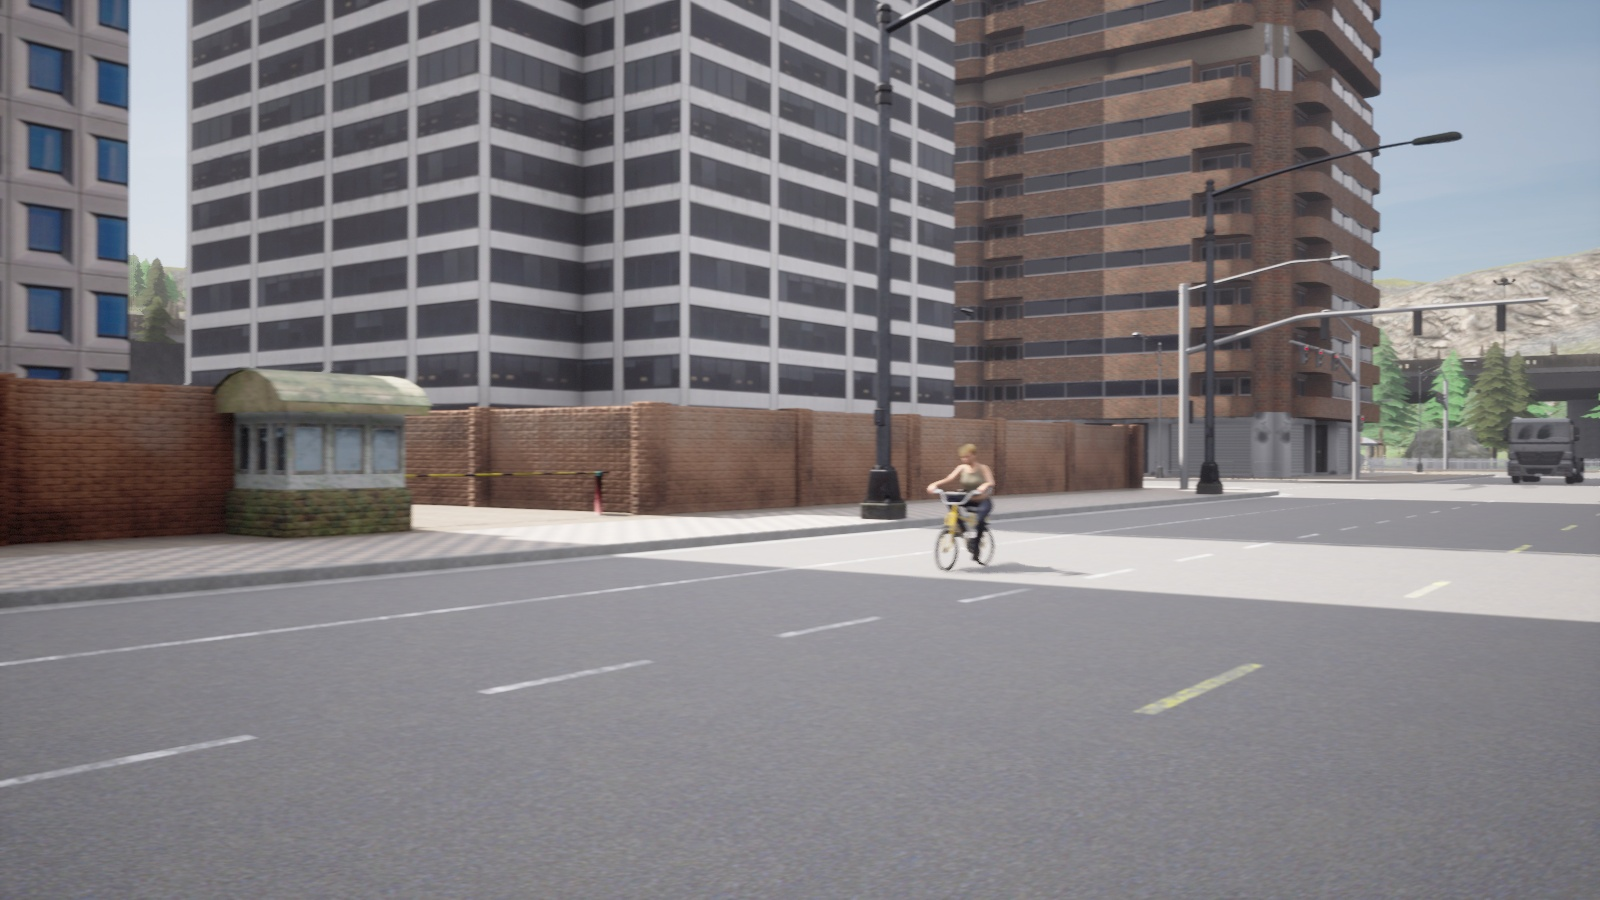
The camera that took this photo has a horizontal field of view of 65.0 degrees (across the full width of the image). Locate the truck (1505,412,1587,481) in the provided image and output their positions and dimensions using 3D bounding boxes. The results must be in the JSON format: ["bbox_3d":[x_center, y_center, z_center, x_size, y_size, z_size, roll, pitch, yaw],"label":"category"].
[{"bbox_3d":[39.431,-0.166,66.282,2.891,3.462,7.936,0,0,37],"label":"truck"}]

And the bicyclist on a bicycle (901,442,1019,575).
[{"bbox_3d":[2.071,0.714,16.142,0.866,1.612,1.509,0,0,37],"label":"bicyclist on a bicycle"}]
